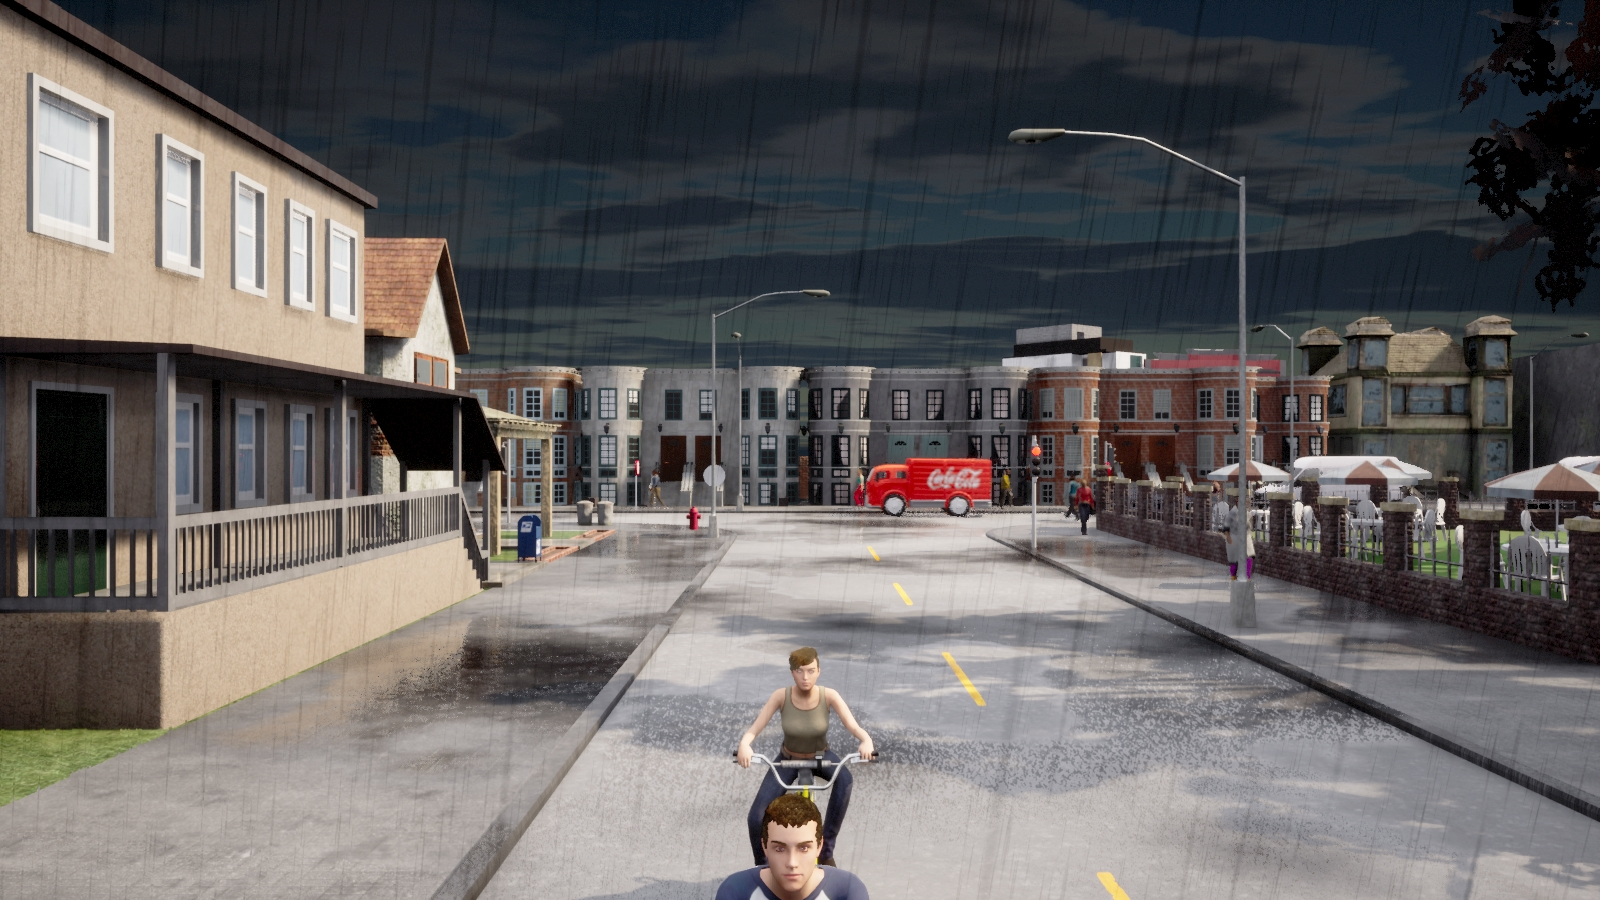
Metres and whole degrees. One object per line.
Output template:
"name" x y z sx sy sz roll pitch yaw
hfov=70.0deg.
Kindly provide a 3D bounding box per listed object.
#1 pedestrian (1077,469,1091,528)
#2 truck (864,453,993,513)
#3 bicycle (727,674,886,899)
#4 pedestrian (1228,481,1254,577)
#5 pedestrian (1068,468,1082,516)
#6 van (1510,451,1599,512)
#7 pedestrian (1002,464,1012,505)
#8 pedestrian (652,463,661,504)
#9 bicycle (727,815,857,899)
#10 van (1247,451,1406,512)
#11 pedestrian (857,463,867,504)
"pedestrian" 9.017 1.531 36.315 0.375 1.860 0.375 0 0 5
"truck" 5.418 1.371 48.864 5.204 2.467 2.627 0 0 0
"bicycle" 0.033 2.040 6.906 0.859 1.080 1.487 0 0 0
"pedestrian" 8.631 1.532 22.372 0.375 1.860 0.375 0 0 2
"pedestrian" 10.867 1.647 45.170 0.375 1.860 0.375 0 0 -22
"van" 33.966 1.335 48.901 5.915 2.561 1.988 0 0 0
"pedestrian" 9.297 1.546 51.414 0.375 1.860 0.375 0 0 21
"pedestrian" -6.619 1.548 52.751 0.375 1.860 0.375 0 0 -6
"bicycle" -0.022 1.938 3.212 0.373 1.296 1.643 0 0 0
"van" 22.455 1.334 48.883 5.915 2.561 1.988 0 0 0
"pedestrian" 2.849 1.546 52.316 0.375 1.860 0.375 0 0 14
